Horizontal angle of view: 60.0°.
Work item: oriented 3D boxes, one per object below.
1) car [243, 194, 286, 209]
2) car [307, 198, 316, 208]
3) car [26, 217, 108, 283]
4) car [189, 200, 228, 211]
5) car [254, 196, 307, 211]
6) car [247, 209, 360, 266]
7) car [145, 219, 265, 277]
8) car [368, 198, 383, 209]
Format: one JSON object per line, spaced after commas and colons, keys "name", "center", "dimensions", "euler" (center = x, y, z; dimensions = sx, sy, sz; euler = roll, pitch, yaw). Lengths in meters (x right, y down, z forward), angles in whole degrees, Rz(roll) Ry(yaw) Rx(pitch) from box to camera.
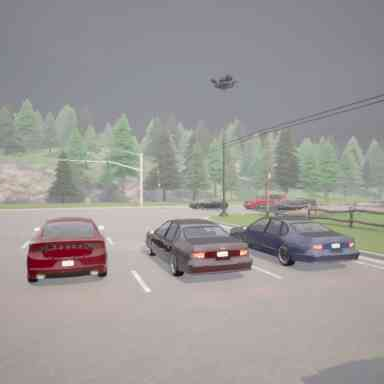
{"name": "car", "center": [8.987, 1.221, 40.292], "dimensions": [5.566, 2.045, 2.150], "euler": [0, 0, -20]}
{"name": "car", "center": [14.903, 1.490, 46.090], "dimensions": [4.902, 1.511, 2.128], "euler": [0, 0, -19]}
{"name": "car", "center": [-3.648, 1.478, 9.932], "dimensions": [1.882, 1.535, 5.008], "euler": [0, 0, -19]}
{"name": "car", "center": [1.996, 1.601, 41.362], "dimensions": [4.718, 1.301, 1.895], "euler": [0, 0, -22]}
{"name": "car", "center": [9.793, 1.491, 36.858], "dimensions": [4.902, 1.511, 2.128], "euler": [0, 0, -20]}
{"name": "car", "center": [3.172, 1.547, 11.644], "dimensions": [2.033, 1.411, 5.357], "euler": [0, 0, -20]}
{"name": "car", "center": [-0.105, 1.547, 10.403], "dimensions": [2.033, 1.411, 5.357], "euler": [0, 0, -20]}
{"name": "car", "center": [26.844, 1.526, 46.493], "dimensions": [4.674, 1.442, 1.812], "euler": [0, 0, -19]}
